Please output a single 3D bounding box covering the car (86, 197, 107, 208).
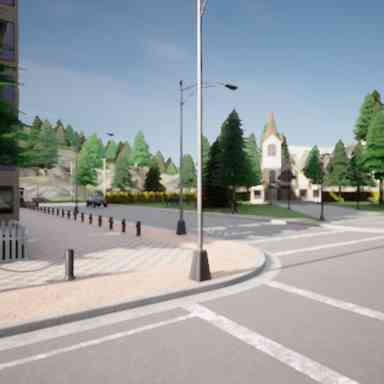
[{"bbox_3d":[-13.273,1.425,46.193,1.837,1.490,4.892,0,0,-34],"label":"car"}]

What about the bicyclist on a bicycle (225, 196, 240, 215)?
[{"bbox_3d":[3.520,1.206,28.826,1.656,1.620,0.582,-1,0,-35],"label":"bicyclist on a bicycle"}]
